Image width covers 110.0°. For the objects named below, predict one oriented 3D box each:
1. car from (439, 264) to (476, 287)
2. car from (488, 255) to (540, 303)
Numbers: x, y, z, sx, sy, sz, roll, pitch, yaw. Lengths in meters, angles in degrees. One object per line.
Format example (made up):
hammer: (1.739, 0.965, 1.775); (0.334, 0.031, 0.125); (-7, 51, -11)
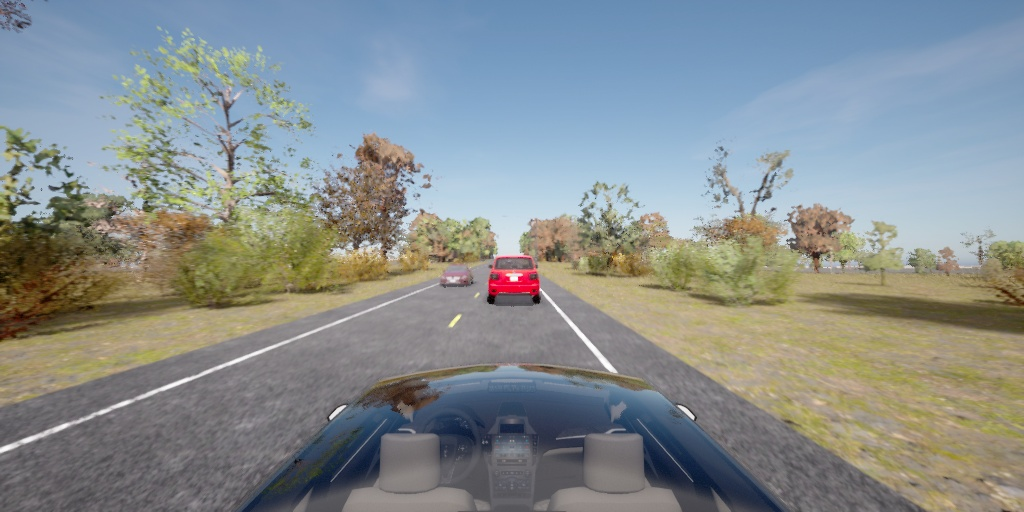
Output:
car: (-3.661, 1.279, 24.467); (1.812, 1.442, 4.674); (0, 0, 0)
car: (0.071, 0.976, 16.744); (2.150, 2.045, 5.566); (0, 0, 0)
